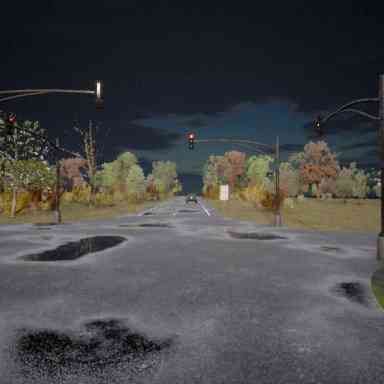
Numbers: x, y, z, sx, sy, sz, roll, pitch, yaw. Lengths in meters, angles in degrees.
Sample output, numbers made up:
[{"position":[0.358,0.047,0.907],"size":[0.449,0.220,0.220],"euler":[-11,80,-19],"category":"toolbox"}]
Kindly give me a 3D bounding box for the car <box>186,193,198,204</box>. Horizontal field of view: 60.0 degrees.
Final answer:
[{"position":[-0.047,1.292,67.572],"size":[2.150,2.045,5.566],"euler":[0,0,0],"category":"car"}]

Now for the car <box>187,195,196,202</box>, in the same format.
[{"position":[-0.055,1.464,77.963],"size":[2.033,1.411,5.357],"euler":[0,0,0],"category":"car"}]
